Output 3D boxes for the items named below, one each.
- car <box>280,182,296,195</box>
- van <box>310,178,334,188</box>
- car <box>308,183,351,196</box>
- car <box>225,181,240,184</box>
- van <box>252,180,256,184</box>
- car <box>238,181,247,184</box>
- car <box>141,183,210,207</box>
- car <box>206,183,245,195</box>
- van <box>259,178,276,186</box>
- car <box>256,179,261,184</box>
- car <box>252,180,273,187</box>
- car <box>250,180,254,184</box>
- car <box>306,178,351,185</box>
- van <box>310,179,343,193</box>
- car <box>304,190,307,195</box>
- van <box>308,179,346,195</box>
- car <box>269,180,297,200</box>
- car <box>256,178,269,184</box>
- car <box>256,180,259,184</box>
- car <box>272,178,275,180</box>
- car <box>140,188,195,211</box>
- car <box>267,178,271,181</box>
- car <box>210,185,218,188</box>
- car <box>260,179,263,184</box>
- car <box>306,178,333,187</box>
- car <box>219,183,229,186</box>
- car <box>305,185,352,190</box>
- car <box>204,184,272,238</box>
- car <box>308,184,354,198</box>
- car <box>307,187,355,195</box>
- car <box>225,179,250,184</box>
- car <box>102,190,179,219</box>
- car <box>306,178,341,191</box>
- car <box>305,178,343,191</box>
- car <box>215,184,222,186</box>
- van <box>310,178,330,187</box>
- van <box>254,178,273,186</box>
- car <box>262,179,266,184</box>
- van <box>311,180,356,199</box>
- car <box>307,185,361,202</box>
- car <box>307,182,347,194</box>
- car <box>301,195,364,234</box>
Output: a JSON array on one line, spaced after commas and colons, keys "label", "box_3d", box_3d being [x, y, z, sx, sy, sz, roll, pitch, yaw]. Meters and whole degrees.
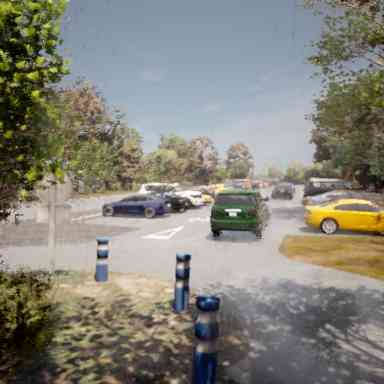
[{"label": "car", "box_3d": [13.410, -0.524, 46.166, 1.882, 1.535, 5.008, 1, 3, 19]}, {"label": "van", "box_3d": [26.262, -1.777, 67.513, 4.442, 1.987, 1.878, 1, 3, 19]}, {"label": "car", "box_3d": [16.977, -0.293, 41.324, 4.792, 1.488, 2.163, 1, 3, 19]}, {"label": "car", "box_3d": [2.655, -0.179, 40.659, 5.366, 1.575, 1.946, 1, 3, 19]}, {"label": "van", "box_3d": [7.487, -1.040, 53.509, 4.442, 1.987, 1.878, 1, 3, 19]}, {"label": "car", "box_3d": [3.883, -0.309, 43.036, 5.366, 1.575, 1.946, 1, 3, 19]}, {"label": "car", "box_3d": [-1.776, 0.309, 27.382, 5.566, 2.045, 2.435, 1, 3, 19]}, {"label": "car", "box_3d": [4.617, -0.441, 45.708, 4.892, 1.521, 2.231, 1, 3, 19]}, {"label": "van", "box_3d": [21.037, -2.794, 92.830, 4.442, 1.987, 1.878, 1, 2, 19]}, {"label": "car", "box_3d": [9.188, -1.030, 58.803, 4.792, 1.488, 2.163, 1, 3, 19]}, {"label": "car", "box_3d": [17.483, -2.115, 82.346, 4.674, 1.452, 2.002, 1, 3, 19]}, {"label": "car", "box_3d": [6.488, -0.664, 50.932, 4.792, 1.488, 2.163, 1, 3, 19]}, {"label": "car", "box_3d": [13.311, -0.011, 30.874, 5.566, 2.045, 2.435, 1, 3, 19]}, {"label": "van", "box_3d": [19.806, -0.920, 49.115, 4.442, 1.987, 1.878, 1, 3, 19]}, {"label": "car", "box_3d": [9.595, 0.851, 20.468, 4.792, 1.488, 2.163, 1, 3, 19]}, {"label": "van", "box_3d": [17.756, -0.676, 43.952, 4.442, 1.987, 1.878, 1, 3, 19]}, {"label": "car", "box_3d": [10.066, -0.160, 36.643, 2.097, 1.767, 4.553, 1, 3, 19]}, {"label": "car", "box_3d": [12.883, -1.545, 69.262, 4.892, 1.521, 2.231, 1, 3, 19]}, {"label": "car", "box_3d": [8.269, -0.908, 56.186, 4.792, 1.488, 2.163, 1, 3, 19]}, {"label": "car", "box_3d": [16.557, -2.034, 79.730, 5.008, 1.535, 2.097, 1, 3, 19]}, {"label": "car", "box_3d": [-2.714, 0.705, 24.787, 5.008, 1.535, 2.097, 1, 3, 19]}, {"label": "car", "box_3d": [13.632, -1.673, 71.938, 5.366, 1.575, 1.946, 1, 3, 19]}, {"label": "car", "box_3d": [-0.708, 0.412, 29.959, 5.366, 1.575, 1.946, 1, 3, 19]}, {"label": "car", "box_3d": [10.106, -1.152, 61.420, 4.792, 1.488, 2.163, 1, 3, 19]}, {"label": "car", "box_3d": [28.874, -2.168, 75.393, 5.566, 2.045, 2.435, 1, 3, 19]}, {"label": "car", "box_3d": [0.779, 0.117, 35.313, 5.366, 1.575, 1.946, 1, 3, 19]}, {"label": "car", "box_3d": [11.279, 0.526, 25.738, 5.366, 1.575, 1.946, 1, 3, 19]}, {"label": "car", "box_3d": [2.440, 0.862, 15.966, 2.150, 2.045, 5.566, 0, 3, 17]}, {"label": "car", "box_3d": [16.104, -0.165, 38.836, 4.792, 1.488, 2.163, 1, 3, 19]}, {"label": "car", "box_3d": [8.776, 0.836, 17.947, 4.553, 1.767, 2.185, 1, 3, 19]}, {"label": "car", "box_3d": [5.571, -0.695, 48.310, 4.553, 1.767, 2.185, 1, 3, 19]}, {"label": "car", "box_3d": [-3.664, 0.880, 22.184, 4.792, 1.488, 2.163, 1, 3, 19]}, {"label": "car", "box_3d": [22.418, -1.312, 56.995, 5.566, 2.045, 2.435, 1, 3, 19]}, {"label": "car", "box_3d": [21.502, -1.190, 54.384, 5.566, 2.045, 2.435, 1, 3, 19]}, {"label": "car", "box_3d": [0.042, 0.268, 32.635, 4.892, 1.521, 2.231, 1, 3, 19]}, {"label": "van", "box_3d": [29.928, -2.263, 77.958, 4.442, 1.987, 1.878, 1, 3, 19]}, {"label": "van", "box_3d": [18.287, -2.504, 84.991, 4.442, 1.987, 1.878, 1, 3, 19]}, {"label": "car", "box_3d": [10.877, -1.308, 64.087, 5.366, 1.575, 1.946, 1, 3, 19]}, {"label": "van", "box_3d": [15.268, -0.280, 36.183, 4.442, 1.987, 1.878, 1, 3, 19]}, {"label": "car", "box_3d": [14.176, 0.123, 33.517, 4.792, 1.488, 2.163, 1, 3, 19]}, {"label": "car", "box_3d": [18.786, -0.574, 46.550, 5.008, 1.535, 2.097, 1, 3, 19]}, {"label": "car", "box_3d": [7.826, 1.106, 15.354, 5.008, 1.535, 2.097, 1, 3, 19]}]
